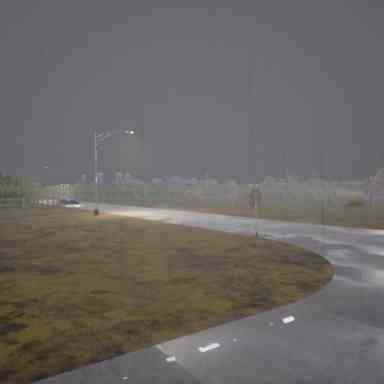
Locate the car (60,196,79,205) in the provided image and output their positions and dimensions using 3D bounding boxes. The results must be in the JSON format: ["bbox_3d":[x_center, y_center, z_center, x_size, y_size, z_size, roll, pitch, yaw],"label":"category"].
[{"bbox_3d":[-18.498,1.239,50.060,1.994,1.385,4.181,-1,1,-35],"label":"car"}]
